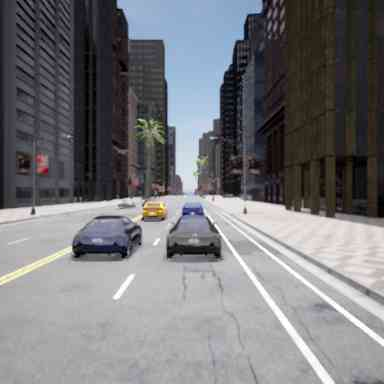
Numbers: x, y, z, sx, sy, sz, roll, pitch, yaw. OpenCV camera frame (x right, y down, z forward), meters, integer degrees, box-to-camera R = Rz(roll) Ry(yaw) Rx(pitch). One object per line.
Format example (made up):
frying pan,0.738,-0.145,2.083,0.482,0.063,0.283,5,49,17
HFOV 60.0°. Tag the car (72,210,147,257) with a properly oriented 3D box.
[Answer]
car,-3.178,1.611,13.213,1.994,1.385,4.181,0,0,0

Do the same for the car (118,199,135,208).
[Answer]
car,-9.839,1.778,50.189,1.895,1.301,4.718,0,0,0

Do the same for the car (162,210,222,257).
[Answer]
car,0.072,1.610,13.083,1.994,1.385,4.181,0,0,0

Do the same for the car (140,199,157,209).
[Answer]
car,-6.582,1.745,51.081,1.994,1.385,4.181,0,0,1

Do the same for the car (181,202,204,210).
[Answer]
car,0.072,1.581,29.113,1.882,1.535,5.008,0,0,0

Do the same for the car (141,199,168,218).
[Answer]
car,-3.178,1.581,29.114,1.882,1.535,5.008,0,0,0
